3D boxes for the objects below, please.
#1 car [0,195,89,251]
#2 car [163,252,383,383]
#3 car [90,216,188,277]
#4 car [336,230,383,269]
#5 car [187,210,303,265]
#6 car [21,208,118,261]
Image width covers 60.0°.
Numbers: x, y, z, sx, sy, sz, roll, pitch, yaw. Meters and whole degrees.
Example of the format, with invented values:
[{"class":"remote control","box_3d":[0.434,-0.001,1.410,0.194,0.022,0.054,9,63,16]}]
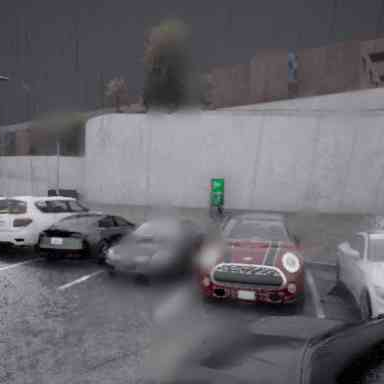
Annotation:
[{"class":"car","box_3d":[-5.716,1.195,13.597,2.435,2.045,5.566,0,0,15]},{"class":"car","box_3d":[2.024,1.504,1.934,4.892,1.490,1.837,0,0,36]},{"class":"car","box_3d":[-0.829,1.518,10.078,2.002,1.452,4.674,1,0,16]},{"class":"car","box_3d":[4.055,1.526,6.593,2.002,1.452,4.674,1,-1,16]},{"class":"car","box_3d":[1.622,1.357,8.366,2.185,1.767,4.553,1,-1,16]},{"class":"car","box_3d":[-3.278,1.492,11.854,2.163,1.488,4.792,0,-1,15]}]
